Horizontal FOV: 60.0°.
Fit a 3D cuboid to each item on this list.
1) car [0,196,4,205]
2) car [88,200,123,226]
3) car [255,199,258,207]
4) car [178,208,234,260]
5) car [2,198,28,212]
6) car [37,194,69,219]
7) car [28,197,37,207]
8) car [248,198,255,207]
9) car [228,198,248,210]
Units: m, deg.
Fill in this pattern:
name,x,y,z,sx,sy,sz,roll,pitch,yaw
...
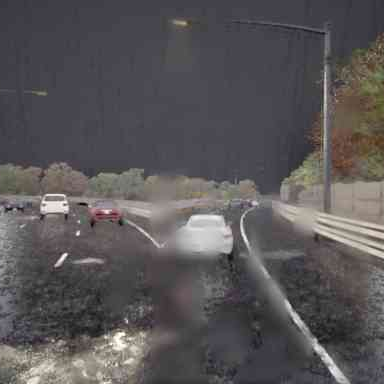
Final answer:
name,x,y,z,sx,sy,sz,roll,pitch,yaw
car,-32.240,1.427,55.243,2.128,1.511,4.902,0,0,-40
car,-6.198,1.344,23.554,2.097,1.767,4.553,0,0,-19
car,13.967,2.586,76.886,2.150,2.045,5.566,0,-4,16
car,0.569,1.532,12.432,1.812,1.442,4.674,0,0,4
car,-19.908,1.562,37.400,1.895,1.301,4.718,0,0,-28
car,-12.081,1.201,29.298,2.150,2.045,5.566,0,0,-22
car,-23.289,1.449,49.352,2.128,1.511,4.902,0,0,-35
car,10.139,2.024,61.907,1.812,1.442,4.674,0,-3,14
car,5.968,1.540,44.496,2.128,1.511,4.902,0,-1,13
